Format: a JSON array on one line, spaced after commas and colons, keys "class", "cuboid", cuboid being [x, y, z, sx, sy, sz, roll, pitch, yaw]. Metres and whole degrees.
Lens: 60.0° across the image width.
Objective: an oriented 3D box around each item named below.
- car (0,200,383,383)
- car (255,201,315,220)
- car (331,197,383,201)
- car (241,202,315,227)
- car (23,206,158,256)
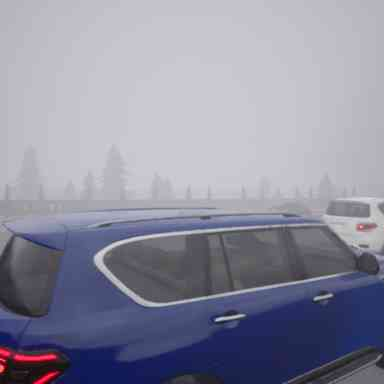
[{"class": "car", "cuboid": [0.591, 1.210, 3.981, 5.566, 2.045, 2.150, 0, 0, -33]}, {"class": "car", "cuboid": [7.740, 1.493, 27.608, 4.674, 1.442, 1.812, 0, 0, -23]}, {"class": "car", "cuboid": [7.000, 1.204, 11.712, 5.566, 2.045, 2.150, 0, 0, -27]}, {"class": "car", "cuboid": [5.979, 1.471, 23.027, 4.892, 1.490, 1.837, 0, 0, -25]}, {"class": "car", "cuboid": [-4.054, 1.435, 13.638, 5.008, 1.535, 1.882, 0, 0, -31]}]
